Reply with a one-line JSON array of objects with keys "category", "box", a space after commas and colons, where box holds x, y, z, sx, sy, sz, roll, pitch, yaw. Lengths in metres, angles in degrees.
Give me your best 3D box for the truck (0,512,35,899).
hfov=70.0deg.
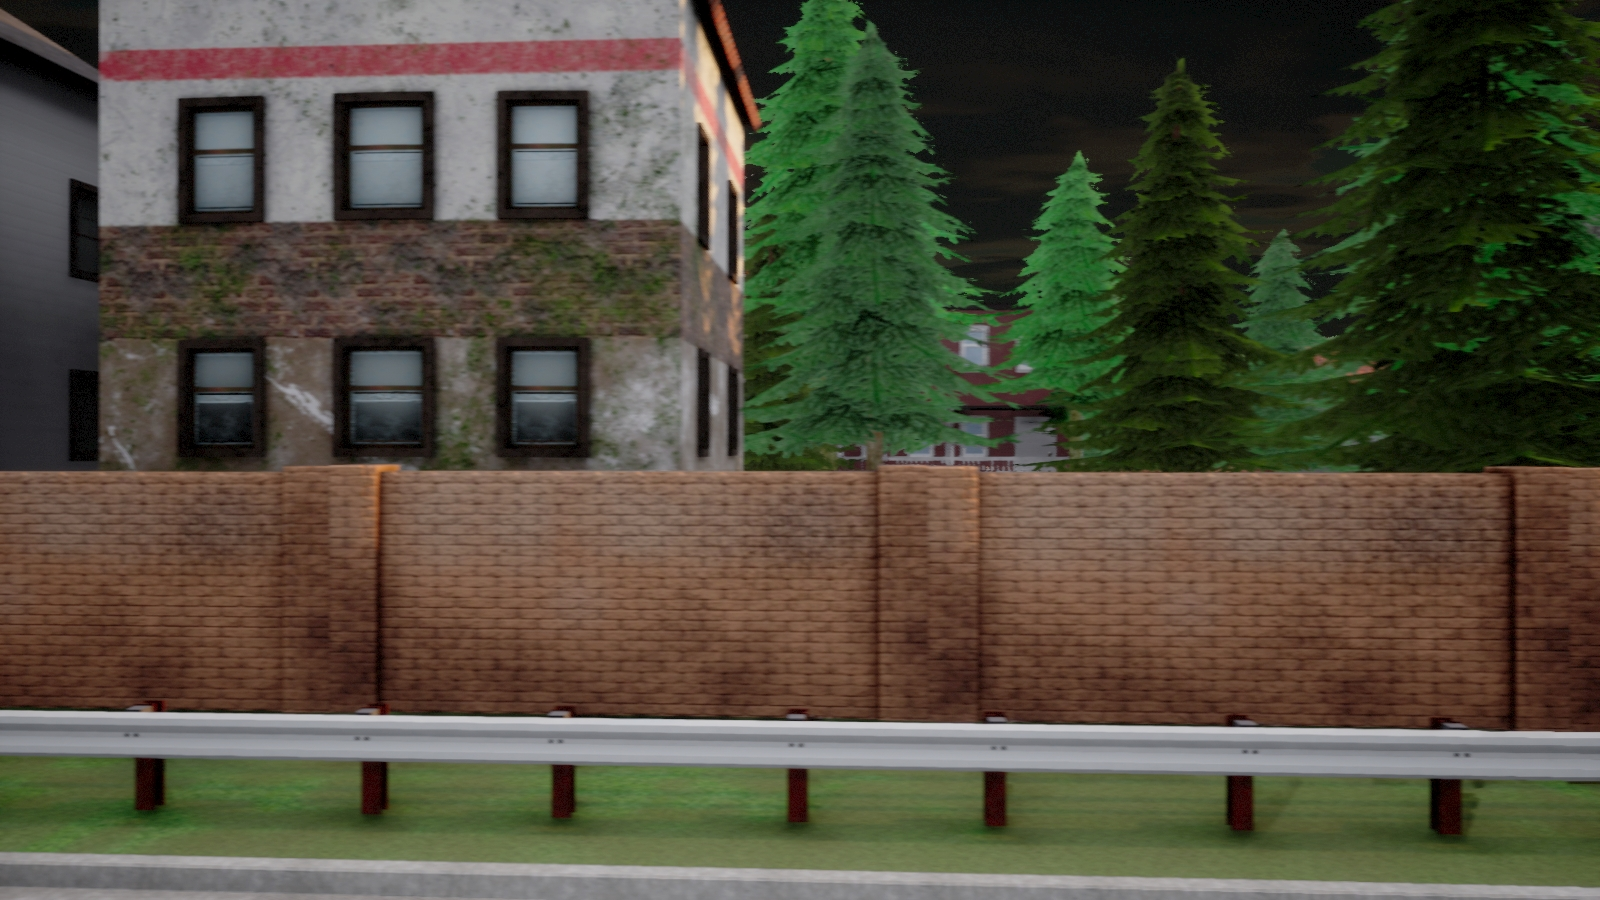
[{"category": "truck", "box": [-6.607, 1.569, 4.700, 5.204, 2.467, 2.627, 0, 0, 3]}]
